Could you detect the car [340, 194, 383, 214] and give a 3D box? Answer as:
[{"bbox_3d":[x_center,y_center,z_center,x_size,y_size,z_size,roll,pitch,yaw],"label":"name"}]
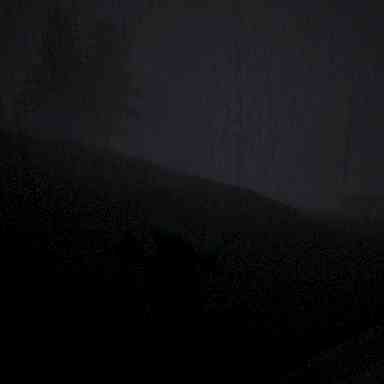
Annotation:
[{"bbox_3d":[17.741,1.171,34.637,2.150,2.045,5.566,0,0,-8],"label":"car"}]
